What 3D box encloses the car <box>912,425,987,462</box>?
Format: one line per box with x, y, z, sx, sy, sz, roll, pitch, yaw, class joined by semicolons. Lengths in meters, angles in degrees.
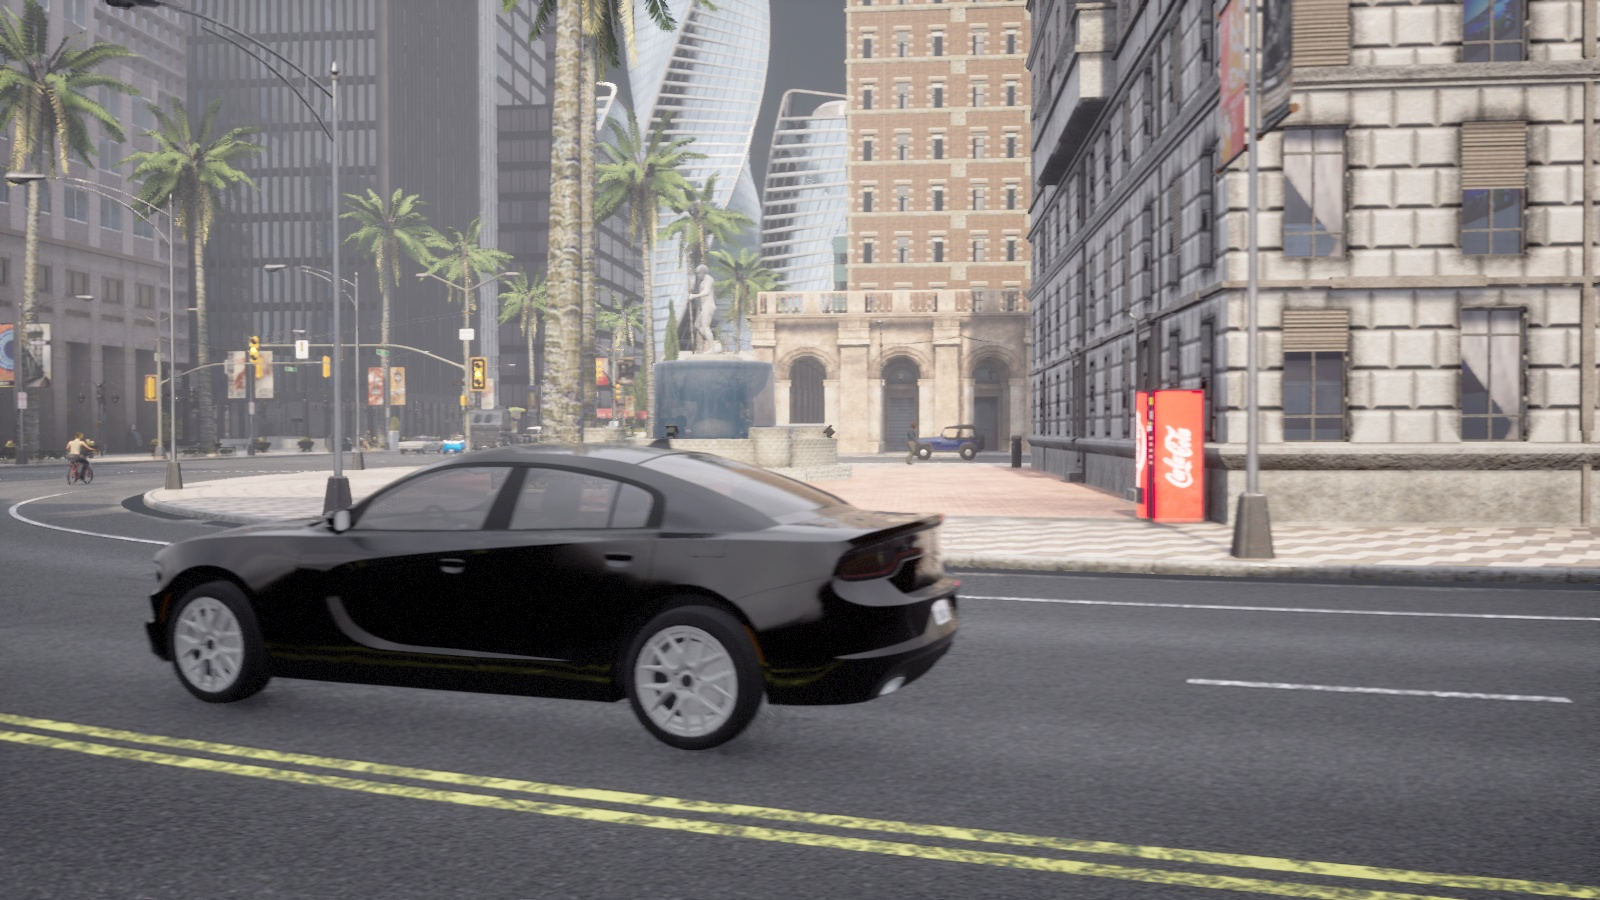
7.840;-0.344;66.046;3.866;1.878;1.905;0;1;6;car

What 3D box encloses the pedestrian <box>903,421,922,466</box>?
4.641;-0.280;51.776;0.726;1.835;0.370;0;1;3;pedestrian

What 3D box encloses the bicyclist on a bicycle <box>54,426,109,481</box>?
-21.888;0.096;38.268;0.866;1.612;1.509;1;1;-4;bicyclist on a bicycle

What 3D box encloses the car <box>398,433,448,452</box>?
-27.627;-0.578;92.173;1.895;1.301;4.718;0;1;6;car

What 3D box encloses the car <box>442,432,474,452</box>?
-24.373;-0.571;89.549;1.481;1.376;2.207;0;1;6;car

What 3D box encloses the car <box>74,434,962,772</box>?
-1.706;0.683;7.563;5.008;1.535;1.882;1;1;21;car

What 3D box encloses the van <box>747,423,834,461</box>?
-0.493;-0.433;66.842;4.442;1.987;1.775;0;1;6;van
